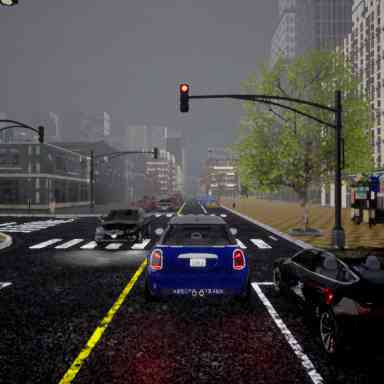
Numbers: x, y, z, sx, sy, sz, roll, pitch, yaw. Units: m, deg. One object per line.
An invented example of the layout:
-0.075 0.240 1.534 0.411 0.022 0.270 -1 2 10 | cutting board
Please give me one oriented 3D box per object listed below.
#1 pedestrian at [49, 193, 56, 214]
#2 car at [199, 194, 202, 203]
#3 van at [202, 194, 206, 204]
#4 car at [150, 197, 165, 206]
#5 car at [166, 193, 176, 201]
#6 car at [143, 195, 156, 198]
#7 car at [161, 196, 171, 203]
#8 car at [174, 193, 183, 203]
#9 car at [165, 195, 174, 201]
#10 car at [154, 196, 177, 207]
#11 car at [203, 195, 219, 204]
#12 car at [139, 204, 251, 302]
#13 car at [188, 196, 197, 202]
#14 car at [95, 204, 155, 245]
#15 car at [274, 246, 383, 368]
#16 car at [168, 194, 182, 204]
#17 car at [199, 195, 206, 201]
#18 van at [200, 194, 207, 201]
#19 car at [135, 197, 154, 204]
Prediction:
-12.709 1.039 30.250 0.375 1.860 0.375 0 -1 -1 | pedestrian
2.774 1.556 60.432 2.008 1.369 4.403 0 0 0 | car
2.761 1.345 49.330 1.690 1.788 3.998 0 0 0 | van
-5.613 1.555 54.890 2.008 1.369 4.403 0 0 0 | car
-5.568 1.324 88.196 2.192 1.841 5.009 0 0 0 | car
-5.627 1.318 43.787 2.192 1.841 5.009 0 0 0 | car
-5.591 1.532 71.373 1.752 1.417 4.829 0 0 0 | car
-2.925 1.229 67.231 2.150 2.045 5.566 0 0 1 | car
-5.576 1.559 82.645 2.008 1.369 4.403 0 0 0 | car
-3.041 1.529 38.520 1.812 1.442 4.674 0 0 -2 | car
2.752 1.528 43.948 1.752 1.417 4.829 0 0 0 | car
0.112 1.353 8.417 2.097 1.767 4.553 0 0 0 | car
0.107 1.548 79.251 2.033 1.411 5.357 0 0 0 | car
-3.079 1.506 15.563 1.837 1.490 4.892 0 0 0 | car
2.701 1.566 5.749 1.947 1.339 4.313 0 0 0 | car
-3.026 1.482 51.850 1.882 1.535 5.008 0 0 0 | car
2.812 1.534 88.357 1.752 1.417 4.829 0 0 0 | car
2.806 1.349 82.636 1.690 1.788 3.998 0 0 0 | van
-5.636 1.585 38.236 1.802 1.307 4.206 0 0 0 | car
